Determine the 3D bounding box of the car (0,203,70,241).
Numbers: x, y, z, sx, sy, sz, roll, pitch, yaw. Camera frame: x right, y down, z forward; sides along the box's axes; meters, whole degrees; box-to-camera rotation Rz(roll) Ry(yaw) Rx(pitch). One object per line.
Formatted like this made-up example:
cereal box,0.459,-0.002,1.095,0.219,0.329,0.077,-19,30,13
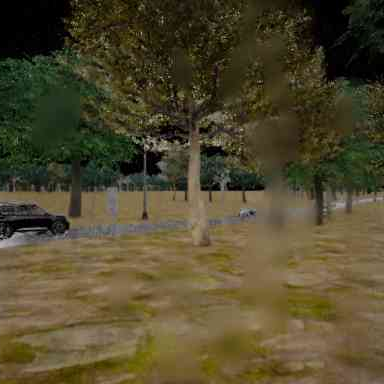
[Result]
car,-9.978,1.657,19.496,2.150,2.045,5.566,-2,-3,33

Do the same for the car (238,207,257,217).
car,9.352,3.347,55.970,2.128,1.511,4.902,-2,-2,33
